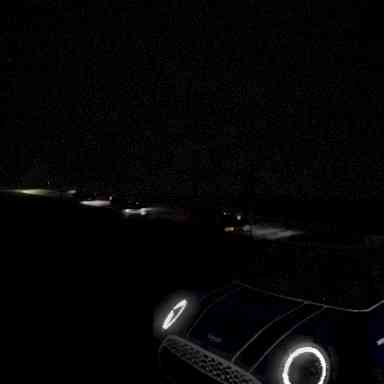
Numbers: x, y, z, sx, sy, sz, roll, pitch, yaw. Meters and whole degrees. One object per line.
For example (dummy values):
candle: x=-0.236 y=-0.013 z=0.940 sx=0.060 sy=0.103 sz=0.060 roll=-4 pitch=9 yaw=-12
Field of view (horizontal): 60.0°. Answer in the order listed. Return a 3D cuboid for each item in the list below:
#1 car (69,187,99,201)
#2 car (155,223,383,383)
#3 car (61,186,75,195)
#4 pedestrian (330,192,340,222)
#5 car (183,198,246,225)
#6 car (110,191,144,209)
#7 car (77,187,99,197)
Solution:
car: x=-13.781 y=0.389 z=42.565 sx=1.895 sy=1.301 sz=4.718 roll=-3 pitch=3 yaw=-35
car: x=1.742 y=1.376 z=4.357 sx=4.553 sy=1.767 sz=2.097 roll=0 pitch=0 yaw=-41
car: x=-21.755 y=-0.372 z=58.925 sx=2.128 sy=1.511 sz=4.902 roll=-3 pitch=3 yaw=-35
pedestrian: x=8.908 y=0.922 z=20.696 sx=0.375 sy=1.860 sz=0.375 roll=0 pitch=0 yaw=-35
car: x=1.294 y=1.135 z=21.158 sx=2.128 sy=1.511 sz=4.902 roll=-3 pitch=4 yaw=-35
car: x=-6.322 y=0.712 z=31.946 sx=1.837 sy=1.490 sz=4.892 roll=-3 pitch=3 yaw=-35
car: x=-15.879 y=0.035 z=50.604 sx=1.895 sy=1.301 sz=4.718 roll=-3 pitch=3 yaw=-35
